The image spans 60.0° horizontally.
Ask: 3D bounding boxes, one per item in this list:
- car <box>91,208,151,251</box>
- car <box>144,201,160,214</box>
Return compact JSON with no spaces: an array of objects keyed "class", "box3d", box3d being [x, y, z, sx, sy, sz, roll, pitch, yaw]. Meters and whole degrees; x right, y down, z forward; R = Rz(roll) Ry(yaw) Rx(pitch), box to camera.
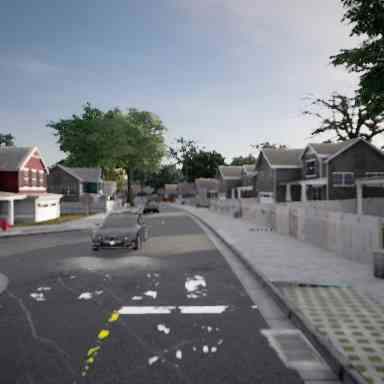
[{"class":"car","box3d":[-3.087,1.690,14.884,1.837,1.490,4.892,0,-1,-2]},{"class":"car","box3d":[-4.928,2.060,40.948,1.895,1.301,4.718,0,-1,-6]}]
